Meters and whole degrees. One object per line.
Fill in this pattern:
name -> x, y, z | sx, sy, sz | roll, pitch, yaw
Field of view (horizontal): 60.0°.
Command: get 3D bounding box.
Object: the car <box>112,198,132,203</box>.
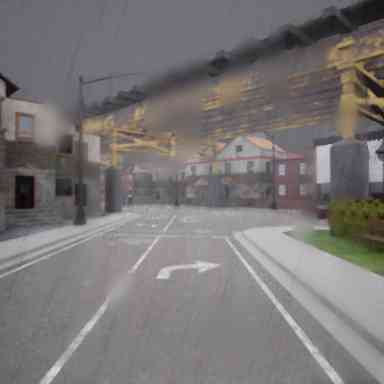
car -> -16.781, 1.962, 79.900 | 4.536, 1.218, 1.853 | 0, 0, -15

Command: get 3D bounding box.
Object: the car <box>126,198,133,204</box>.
car -> -16.831, 2.119, 79.886 | 4.974, 1.542, 2.038 | 0, 0, -15

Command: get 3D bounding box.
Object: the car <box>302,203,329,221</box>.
car -> 11.981, 1.714, 28.323 | 5.008, 1.535, 1.882 | -1, -1, 45
